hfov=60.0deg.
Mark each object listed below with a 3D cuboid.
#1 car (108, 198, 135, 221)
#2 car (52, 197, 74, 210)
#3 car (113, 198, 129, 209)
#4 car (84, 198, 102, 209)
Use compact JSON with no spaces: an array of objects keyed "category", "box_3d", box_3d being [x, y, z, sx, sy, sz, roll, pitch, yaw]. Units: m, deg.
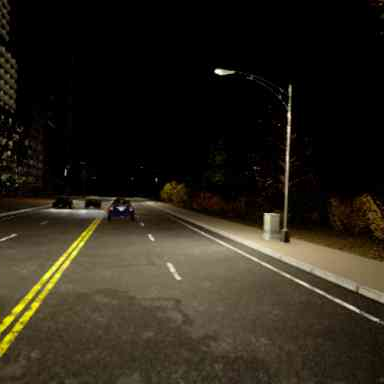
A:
[{"category":"car","box_3d":[-5.956,1.366,28.019,2.097,1.767,4.553,2,0,-12]},{"category":"car","box_3d":[-15.248,1.321,39.531,1.994,1.385,4.181,2,-1,-12]},{"category":"car","box_3d":[-10.050,1.587,47.185,1.994,1.385,4.181,2,0,-12]},{"category":"car","box_3d":[-12.511,1.487,42.282,1.895,1.301,4.718,2,-1,-12]}]
